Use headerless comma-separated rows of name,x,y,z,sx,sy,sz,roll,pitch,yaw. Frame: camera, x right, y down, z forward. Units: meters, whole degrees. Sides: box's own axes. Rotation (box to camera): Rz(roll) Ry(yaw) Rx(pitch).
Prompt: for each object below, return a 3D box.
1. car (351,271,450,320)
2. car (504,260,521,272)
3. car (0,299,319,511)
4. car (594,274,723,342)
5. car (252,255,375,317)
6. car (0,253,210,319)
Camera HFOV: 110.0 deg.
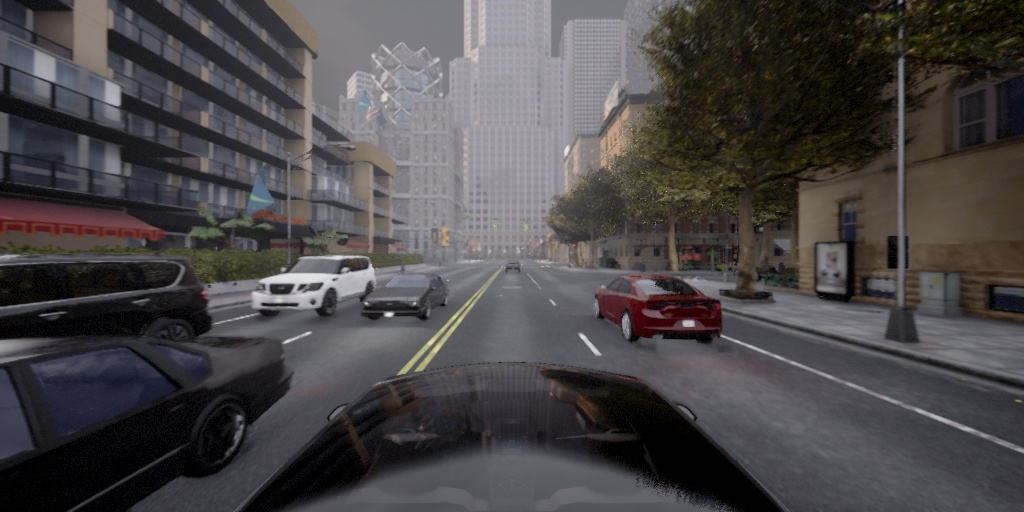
car,-3.503,1.296,12.911,2.033,1.411,5.357,0,0,0
car,0.107,1.250,45.453,1.837,1.490,4.892,0,0,0
car,-3.589,1.297,2.025,2.033,1.411,5.357,0,0,0
car,3.600,1.228,9.782,1.882,1.535,5.008,0,0,0
car,-6.999,0.971,13.527,2.150,2.045,5.566,0,0,0
car,-7.082,0.971,4.834,2.150,2.045,5.566,0,0,0
